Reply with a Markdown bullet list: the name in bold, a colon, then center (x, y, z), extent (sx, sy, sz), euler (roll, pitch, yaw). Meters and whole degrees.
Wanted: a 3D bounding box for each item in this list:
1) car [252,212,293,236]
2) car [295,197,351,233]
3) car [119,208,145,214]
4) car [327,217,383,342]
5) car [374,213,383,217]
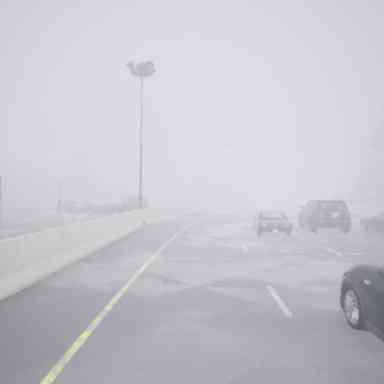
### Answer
- **car**: center (4.688, 1.818, 19.970), extent (1.895, 1.301, 4.718), euler (0, -1, 6)
- **car**: center (8.371, 1.477, 21.441), extent (2.150, 2.045, 5.566), euler (0, 0, 7)
- **car**: center (-6.796, 1.540, 38.839), extent (2.150, 2.045, 5.566), euler (0, -1, 11)
- **car**: center (3.675, 1.418, 4.193), extent (2.097, 1.767, 4.553), euler (0, 0, 2)
- **car**: center (11.690, 1.859, 19.616), extent (1.895, 1.301, 4.718), euler (0, -1, 6)
